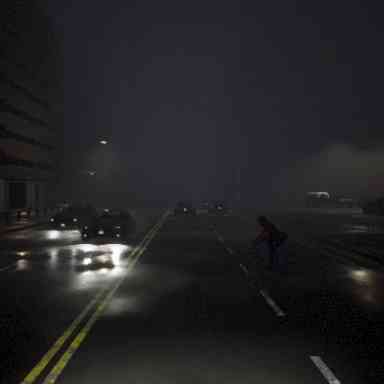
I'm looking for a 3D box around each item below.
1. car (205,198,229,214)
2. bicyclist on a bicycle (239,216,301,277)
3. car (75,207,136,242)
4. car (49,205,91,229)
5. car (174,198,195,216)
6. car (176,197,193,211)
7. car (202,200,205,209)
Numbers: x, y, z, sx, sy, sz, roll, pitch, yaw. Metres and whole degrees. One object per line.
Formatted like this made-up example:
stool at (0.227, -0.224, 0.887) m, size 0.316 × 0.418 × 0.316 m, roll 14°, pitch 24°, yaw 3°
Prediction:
car at (2.699, 1.564, 34.994) m, size 1.994 × 1.385 × 4.181 m, roll 0°, pitch 0°, yaw -1°
bicyclist on a bicycle at (2.035, 1.452, 8.768) m, size 1.656 × 1.620 × 0.582 m, roll -2°, pitch 0°, yaw -1°
car at (-3.963, 1.563, 16.377) m, size 1.994 × 1.385 × 4.181 m, roll 0°, pitch 0°, yaw -1°
car at (-7.628, 1.547, 22.128) m, size 2.033 × 1.411 × 5.357 m, roll 0°, pitch 0°, yaw -2°
car at (-0.694, 1.562, 32.482) m, size 1.994 × 1.385 × 4.181 m, roll 0°, pitch 0°, yaw -2°
car at (-0.950, 1.491, 42.490) m, size 2.128 × 1.511 × 4.902 m, roll 0°, pitch 0°, yaw -1°
car at (2.413, 1.547, 44.227) m, size 2.033 × 1.411 × 5.357 m, roll 0°, pitch 0°, yaw -1°
